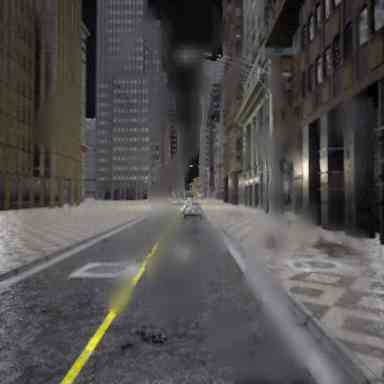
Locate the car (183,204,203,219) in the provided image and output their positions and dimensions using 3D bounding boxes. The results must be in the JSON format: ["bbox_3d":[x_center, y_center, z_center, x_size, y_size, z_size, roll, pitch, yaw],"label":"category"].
[{"bbox_3d":[0.098,1.842,32.691,2.033,1.411,5.357,0,-1,0],"label":"car"}]
